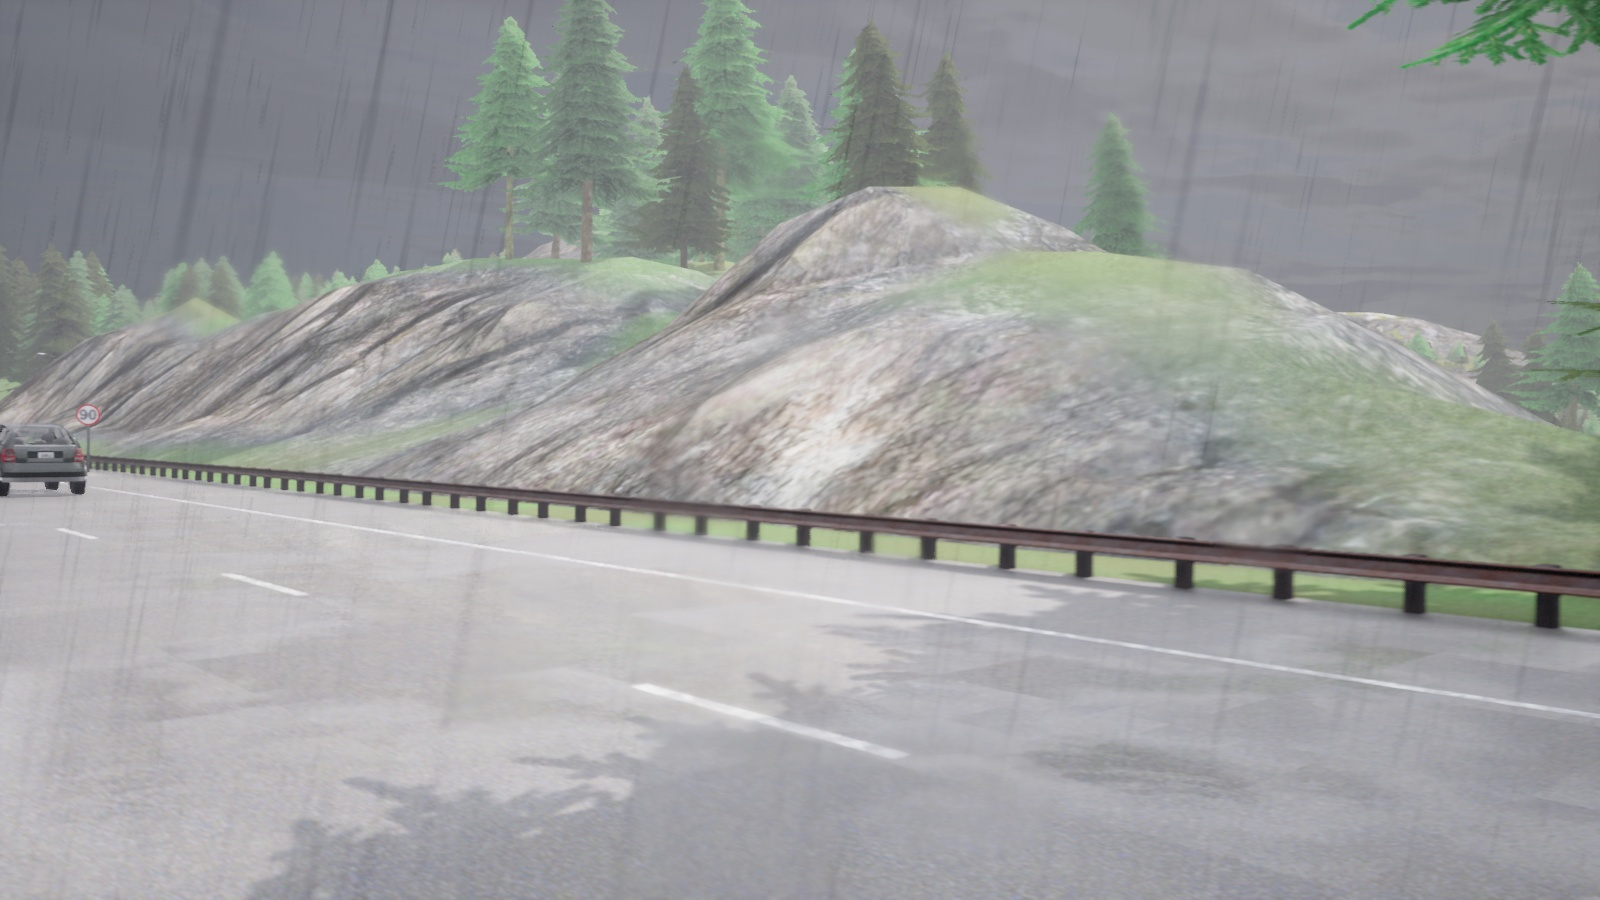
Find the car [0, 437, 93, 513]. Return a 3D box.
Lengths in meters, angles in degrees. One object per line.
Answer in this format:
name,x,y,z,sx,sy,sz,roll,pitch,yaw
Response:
car,-17.188,0.500,27.901,1.789,1.549,3.705,-1,1,-42
